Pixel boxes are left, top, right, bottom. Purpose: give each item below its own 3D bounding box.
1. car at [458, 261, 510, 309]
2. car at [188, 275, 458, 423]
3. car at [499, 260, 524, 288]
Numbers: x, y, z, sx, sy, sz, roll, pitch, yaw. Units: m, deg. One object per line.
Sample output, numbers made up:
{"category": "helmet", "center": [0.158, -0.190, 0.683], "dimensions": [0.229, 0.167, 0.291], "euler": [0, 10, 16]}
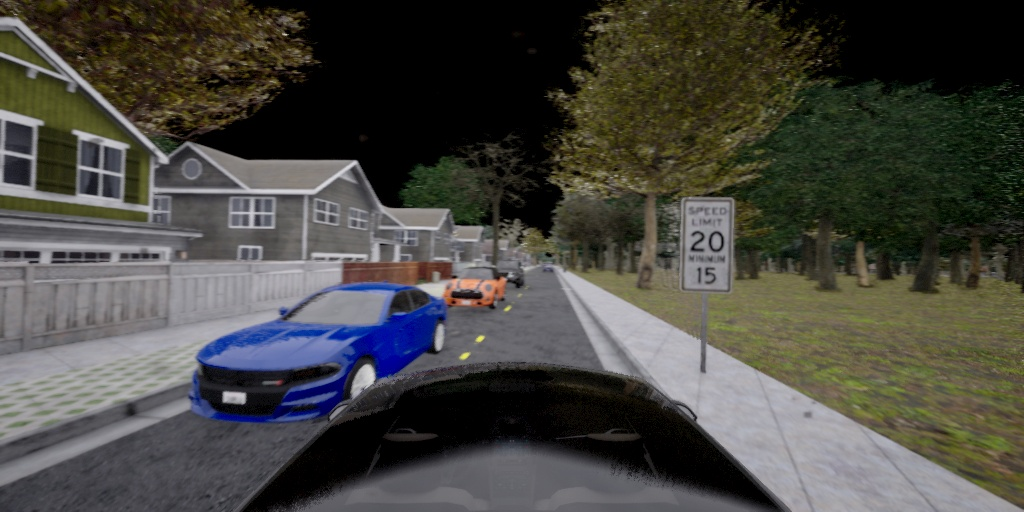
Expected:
{"category": "car", "center": [-1.512, 1.253, 16.045], "dimensions": [2.097, 1.767, 4.553], "euler": [2, -1, 6]}
{"category": "car", "center": [-2.563, 1.214, 6.142], "dimensions": [1.882, 1.535, 5.008], "euler": [2, -1, 6]}
{"category": "car", "center": [-0.258, 1.320, 27.741], "dimensions": [2.150, 2.045, 5.566], "euler": [2, -1, 6]}
